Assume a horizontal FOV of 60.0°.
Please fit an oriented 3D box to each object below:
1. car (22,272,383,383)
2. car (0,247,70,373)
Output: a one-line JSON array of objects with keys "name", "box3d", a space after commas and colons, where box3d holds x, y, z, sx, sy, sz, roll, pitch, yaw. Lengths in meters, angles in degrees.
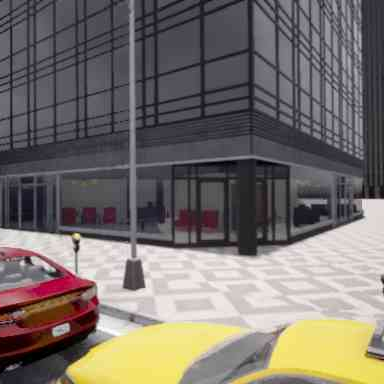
[{"name": "car", "box3d": [0.984, 1.528, 2.264, 4.829, 1.417, 1.752, -1, -1, 36]}, {"name": "car", "box3d": [-3.437, 1.588, 5.420, 4.507, 1.381, 1.887, -1, -1, 36]}]
